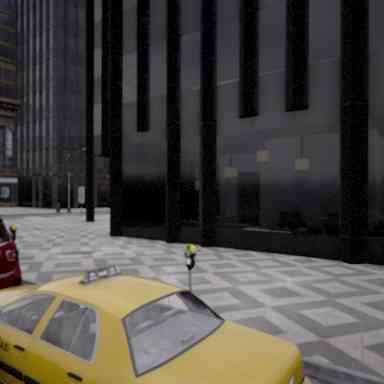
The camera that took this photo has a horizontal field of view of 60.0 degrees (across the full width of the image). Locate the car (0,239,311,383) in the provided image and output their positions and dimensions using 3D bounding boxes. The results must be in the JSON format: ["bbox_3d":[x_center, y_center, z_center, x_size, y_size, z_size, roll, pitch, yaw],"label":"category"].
[{"bbox_3d":[-1.219,1.524,3.816,4.829,1.417,1.752,0,0,35],"label":"car"}]

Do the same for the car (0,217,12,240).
[{"bbox_3d":[-5.515,1.311,6.842,5.009,1.841,2.192,0,0,35],"label":"car"}]
